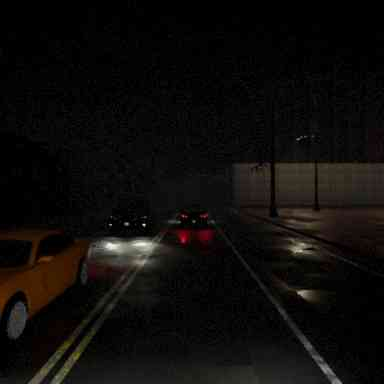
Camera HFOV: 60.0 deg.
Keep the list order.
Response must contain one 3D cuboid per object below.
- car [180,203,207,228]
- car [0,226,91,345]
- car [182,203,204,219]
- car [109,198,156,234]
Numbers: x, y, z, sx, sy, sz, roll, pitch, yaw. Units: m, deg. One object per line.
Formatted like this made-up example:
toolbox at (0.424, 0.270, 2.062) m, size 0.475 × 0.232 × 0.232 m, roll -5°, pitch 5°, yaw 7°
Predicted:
car at (0.107, 1.727, 23.737) m, size 1.812 × 1.442 × 4.674 m, roll 0°, pitch 0°, yaw 0°
car at (-3.569, 1.535, 6.683) m, size 1.882 × 1.535 × 5.008 m, roll 0°, pitch -1°, yaw 0°
car at (0.107, 1.832, 33.684) m, size 2.033 × 1.411 × 5.357 m, roll 0°, pitch 0°, yaw 0°
car at (-3.534, 1.400, 20.666) m, size 2.150 × 2.045 × 5.566 m, roll 0°, pitch -1°, yaw 0°
